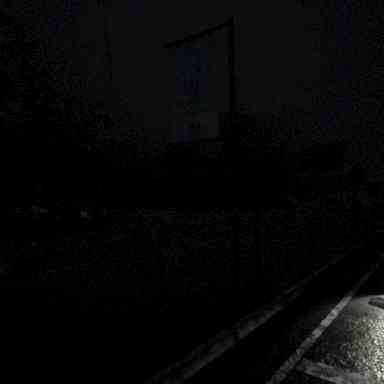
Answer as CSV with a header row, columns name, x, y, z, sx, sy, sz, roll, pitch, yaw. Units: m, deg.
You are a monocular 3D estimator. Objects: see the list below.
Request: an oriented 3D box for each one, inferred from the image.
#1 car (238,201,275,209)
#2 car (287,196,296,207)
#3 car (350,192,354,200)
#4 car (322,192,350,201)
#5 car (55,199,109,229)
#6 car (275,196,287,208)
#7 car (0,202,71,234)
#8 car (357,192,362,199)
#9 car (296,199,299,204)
name,x,y,z,sx,sy,sz,roll,pitch,yaw
car,7.297,1.334,40.730,4.674,1.452,2.002,0,0,37
car,11.231,1.261,45.965,5.008,1.535,2.097,0,0,37
car,33.621,1.103,75.675,5.008,1.535,2.097,0,0,37
car,30.279,1.110,71.221,5.008,1.535,2.097,0,0,37
car,-7.377,1.289,21.315,4.553,1.767,2.185,0,0,37
car,9.270,1.279,43.344,4.892,1.521,2.231,0,0,37
car,-9.226,1.472,18.740,4.674,1.452,2.002,0,0,37
car,38.676,0.992,82.329,4.553,1.767,2.185,0,0,37
car,13.133,1.286,48.475,4.674,1.452,2.002,0,0,37
